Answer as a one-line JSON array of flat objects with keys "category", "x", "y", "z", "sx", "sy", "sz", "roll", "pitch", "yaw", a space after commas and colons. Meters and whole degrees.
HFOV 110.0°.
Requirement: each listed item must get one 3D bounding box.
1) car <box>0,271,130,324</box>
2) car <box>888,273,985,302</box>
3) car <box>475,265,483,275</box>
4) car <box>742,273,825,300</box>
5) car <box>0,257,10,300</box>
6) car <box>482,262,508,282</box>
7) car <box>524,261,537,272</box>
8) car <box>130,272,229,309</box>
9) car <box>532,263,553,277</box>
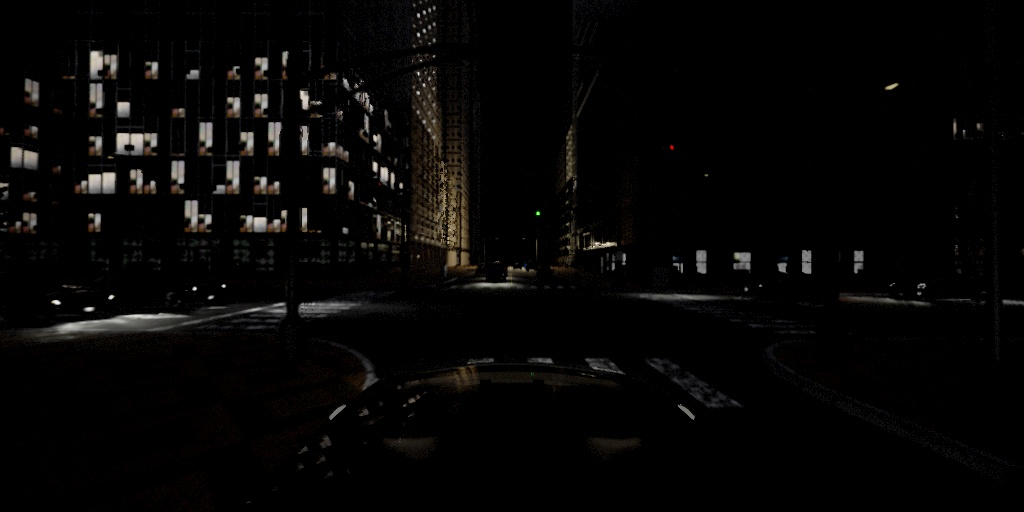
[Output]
[{"category": "car", "x": -15.308, "y": 1.157, "z": 10.744, "sx": 5.357, "sy": 1.411, "sz": 2.033, "roll": 1, "pitch": -1, "yaw": 0}, {"category": "car", "x": 26.710, "y": 1.873, "z": 22.648, "sx": 4.553, "sy": 1.767, "sz": 2.097, "roll": 1, "pitch": -1, "yaw": -3}, {"category": "car", "x": -4.069, "y": 1.940, "z": 48.760, "sx": 1.802, "sy": 1.307, "sz": 4.207, "roll": 0, "pitch": 0, "yaw": 0}, {"category": "car", "x": 16.865, "y": 1.830, "z": 22.186, "sx": 4.902, "sy": 1.511, "sz": 2.128, "roll": 1, "pitch": -1, "yaw": -3}, {"category": "car", "x": -22.938, "y": 0.857, "z": 13.612, "sx": 4.553, "sy": 1.767, "sz": 2.097, "roll": 1, "pitch": -1, "yaw": -3}, {"category": "car", "x": -1.529, "y": 1.665, "z": 34.824, "sx": 1.882, "sy": 1.535, "sz": 5.008, "roll": 0, "pitch": -1, "yaw": 0}, {"category": "car", "x": 3.727, "y": 1.872, "z": 65.382, "sx": 2.192, "sy": 1.841, "sz": 5.009, "roll": 0, "pitch": 0, "yaw": 0}, {"category": "car", "x": -14.034, "y": 1.274, "z": 14.025, "sx": 4.718, "sy": 1.301, "sz": 1.895, "roll": 1, "pitch": -1, "yaw": -3}, {"category": "car", "x": 3.889, "y": 1.857, "z": 43.275, "sx": 1.948, "sy": 1.339, "sz": 4.313, "roll": 0, "pitch": 0, "yaw": 0}]
